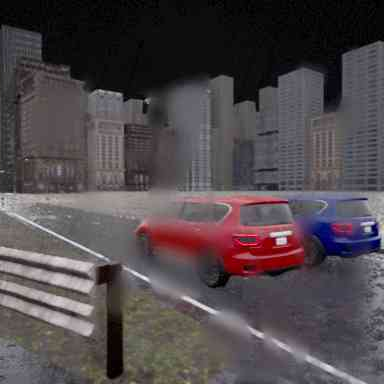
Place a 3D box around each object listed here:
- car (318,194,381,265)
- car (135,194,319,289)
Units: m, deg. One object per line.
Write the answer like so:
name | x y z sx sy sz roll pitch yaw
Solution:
car | 3.289 1.098 11.276 2.150 2.045 5.566 -1 0 -34
car | 0.394 1.126 9.287 2.150 2.045 5.566 -1 0 -34
